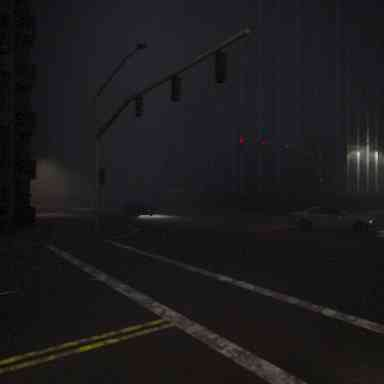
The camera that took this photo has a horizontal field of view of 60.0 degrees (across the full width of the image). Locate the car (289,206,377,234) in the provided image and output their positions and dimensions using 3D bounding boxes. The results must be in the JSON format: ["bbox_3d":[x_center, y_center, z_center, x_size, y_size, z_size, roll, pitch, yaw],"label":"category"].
[{"bbox_3d":[8.058,1.536,19.262,4.674,1.442,1.812,0,0,28],"label":"car"}]

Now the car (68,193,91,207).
[{"bbox_3d":[-17.168,1.215,50.475,2.150,2.045,5.566,0,0,-35],"label":"car"}]

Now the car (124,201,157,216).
[{"bbox_3d":[-5.213,1.572,33.270,1.994,1.385,4.181,0,0,-35],"label":"car"}]

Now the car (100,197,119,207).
[{"bbox_3d":[-12.717,1.488,50.404,1.882,1.535,5.008,0,0,-35],"label":"car"}]
